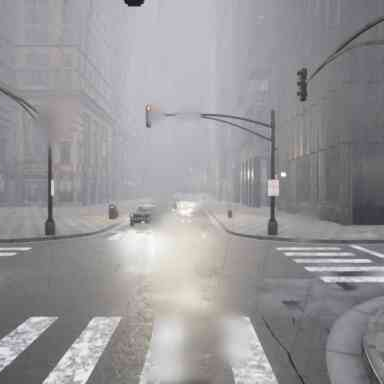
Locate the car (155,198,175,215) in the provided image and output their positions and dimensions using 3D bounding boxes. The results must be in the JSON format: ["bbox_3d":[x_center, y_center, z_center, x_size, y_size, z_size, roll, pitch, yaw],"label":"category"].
[{"bbox_3d":[-3.104,1.562,33.285,1.994,1.385,4.181,0,0,0],"label":"car"}]

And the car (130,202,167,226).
[{"bbox_3d":[-3.107,1.599,23.342,1.895,1.301,4.718,0,0,0],"label":"car"}]

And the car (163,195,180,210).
[{"bbox_3d":[-3.108,1.352,43.744,2.097,1.767,4.553,0,0,0],"label":"car"}]

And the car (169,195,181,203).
[{"bbox_3d":[-3.019,1.182,58.961,1.812,1.442,4.674,0,0,0],"label":"car"}]
